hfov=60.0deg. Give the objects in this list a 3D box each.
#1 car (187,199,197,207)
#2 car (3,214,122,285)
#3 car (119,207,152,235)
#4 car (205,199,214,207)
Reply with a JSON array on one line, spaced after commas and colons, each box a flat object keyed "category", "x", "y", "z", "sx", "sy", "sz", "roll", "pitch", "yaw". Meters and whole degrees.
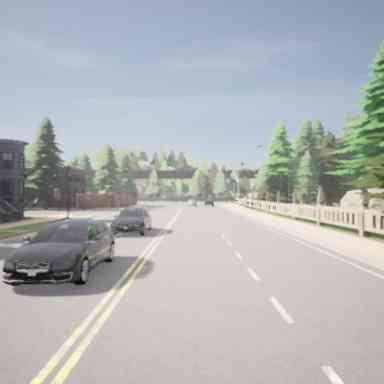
[{"category": "car", "x": 0.023, "y": 2.215, "z": 67.714, "sx": 1.812, "sy": 1.442, "sz": 4.674, "roll": 0, "pitch": -1, "yaw": 0}, {"category": "car", "x": -3.592, "y": 1.610, "z": 9.882, "sx": 1.837, "sy": 1.490, "sz": 4.892, "roll": 0, "pitch": -1, "yaw": 0}, {"category": "car", "x": -3.560, "y": 1.718, "z": 20.251, "sx": 1.837, "sy": 1.490, "sz": 4.892, "roll": 0, "pitch": -1, "yaw": 0}, {"category": "car", "x": 3.523, "y": 2.175, "z": 67.713, "sx": 1.837, "sy": 1.490, "sz": 4.892, "roll": 0, "pitch": -1, "yaw": 0}]
